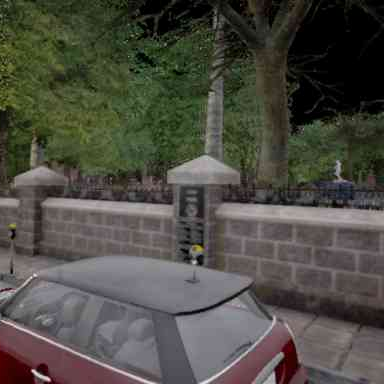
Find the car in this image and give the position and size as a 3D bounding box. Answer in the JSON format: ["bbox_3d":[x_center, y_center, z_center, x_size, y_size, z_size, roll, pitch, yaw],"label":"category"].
[{"bbox_3d":[-1.034,1.421,3.527,4.097,1.590,1.967,0,1,36],"label":"car"}]
